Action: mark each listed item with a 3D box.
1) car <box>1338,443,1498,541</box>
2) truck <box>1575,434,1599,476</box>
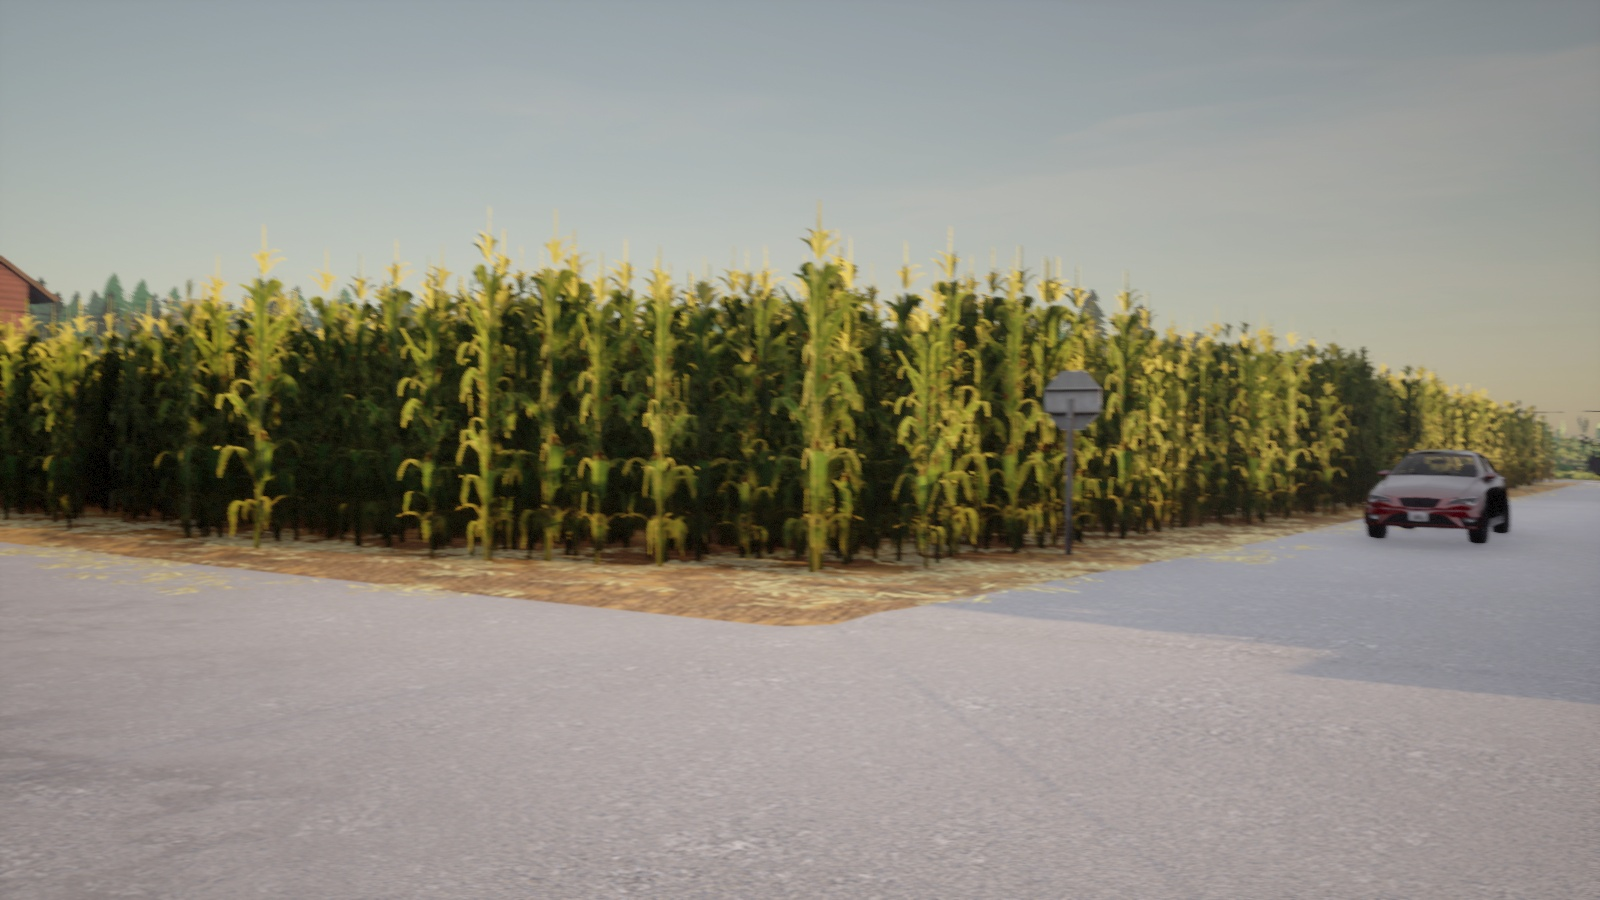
[{"bbox_3d":[10.691,0.635,21.564,1.816,1.474,4.193,1,1,35],"label":"car"},{"bbox_3d":[49.521,0.326,74.893,5.204,2.467,2.627,0,-1,-11],"label":"truck"}]
